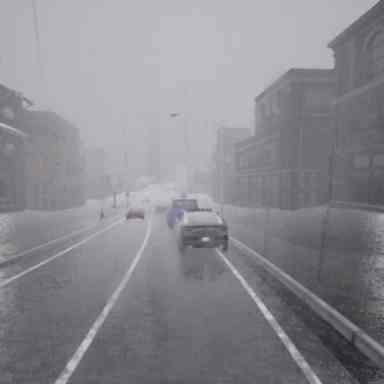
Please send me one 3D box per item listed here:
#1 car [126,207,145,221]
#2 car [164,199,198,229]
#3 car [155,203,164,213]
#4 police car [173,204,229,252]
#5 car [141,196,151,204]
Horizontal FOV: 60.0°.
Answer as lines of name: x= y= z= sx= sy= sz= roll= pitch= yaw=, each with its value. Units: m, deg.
car: x=-5.912 y=2.298 z=35.130 sx=1.895 sy=1.301 sz=4.718 roll=0 pitch=-2 yaw=-6
car: x=-0.677 y=1.530 z=24.363 sx=2.150 sy=2.045 sz=5.566 roll=0 pitch=-2 yaw=-6
car: x=-4.522 y=2.358 z=50.378 sx=1.882 sy=1.535 sz=5.008 roll=-1 pitch=1 yaw=-6
police car: x=0.305 y=1.507 z=14.385 sx=1.930 sy=1.638 sz=5.238 roll=0 pitch=-1 yaw=-4
car: x=-10.503 y=1.779 z=76.396 sx=2.097 sy=1.767 sz=4.553 roll=0 pitch=2 yaw=-6
